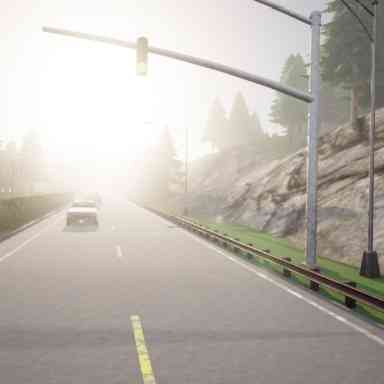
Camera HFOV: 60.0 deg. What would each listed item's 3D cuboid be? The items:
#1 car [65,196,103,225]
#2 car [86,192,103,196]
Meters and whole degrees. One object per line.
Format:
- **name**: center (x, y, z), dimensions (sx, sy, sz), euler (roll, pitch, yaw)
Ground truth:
- **car**: center (-6.957, 1.249, 21.466), dimensions (2.033, 1.411, 5.357), euler (1, 0, -15)
- **car**: center (-13.307, 0.726, 45.424), dimensions (2.097, 1.767, 4.553), euler (1, 0, -15)
